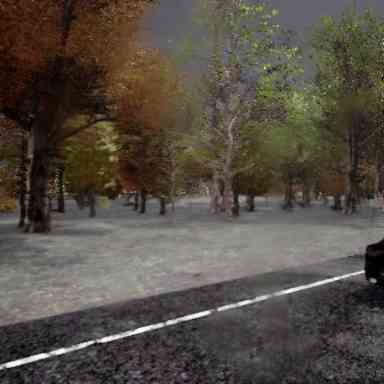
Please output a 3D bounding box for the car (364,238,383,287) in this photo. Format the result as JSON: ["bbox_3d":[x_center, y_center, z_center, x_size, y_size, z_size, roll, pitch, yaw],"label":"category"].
[{"bbox_3d":[6.234,1.508,8.195,5.008,1.535,1.882,0,0,-36],"label":"car"}]
